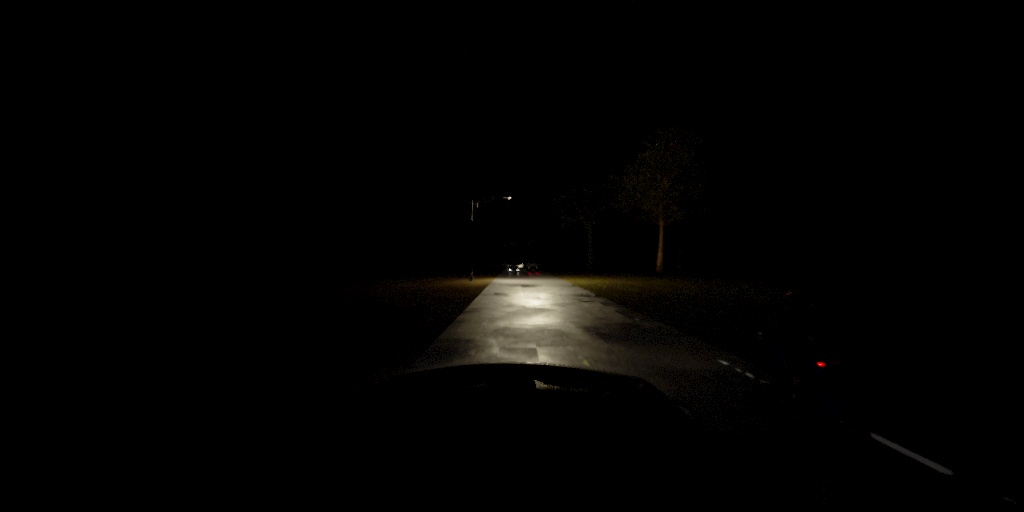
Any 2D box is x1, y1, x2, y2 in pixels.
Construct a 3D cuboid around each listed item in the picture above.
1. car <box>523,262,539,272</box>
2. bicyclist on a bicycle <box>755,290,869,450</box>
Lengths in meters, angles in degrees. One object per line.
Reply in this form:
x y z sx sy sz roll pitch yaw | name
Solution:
3.155 1.806 55.944 1.895 1.301 4.718 0 0 0 | car
3.506 1.251 4.348 0.582 1.620 1.656 0 -1 0 | bicyclist on a bicycle
